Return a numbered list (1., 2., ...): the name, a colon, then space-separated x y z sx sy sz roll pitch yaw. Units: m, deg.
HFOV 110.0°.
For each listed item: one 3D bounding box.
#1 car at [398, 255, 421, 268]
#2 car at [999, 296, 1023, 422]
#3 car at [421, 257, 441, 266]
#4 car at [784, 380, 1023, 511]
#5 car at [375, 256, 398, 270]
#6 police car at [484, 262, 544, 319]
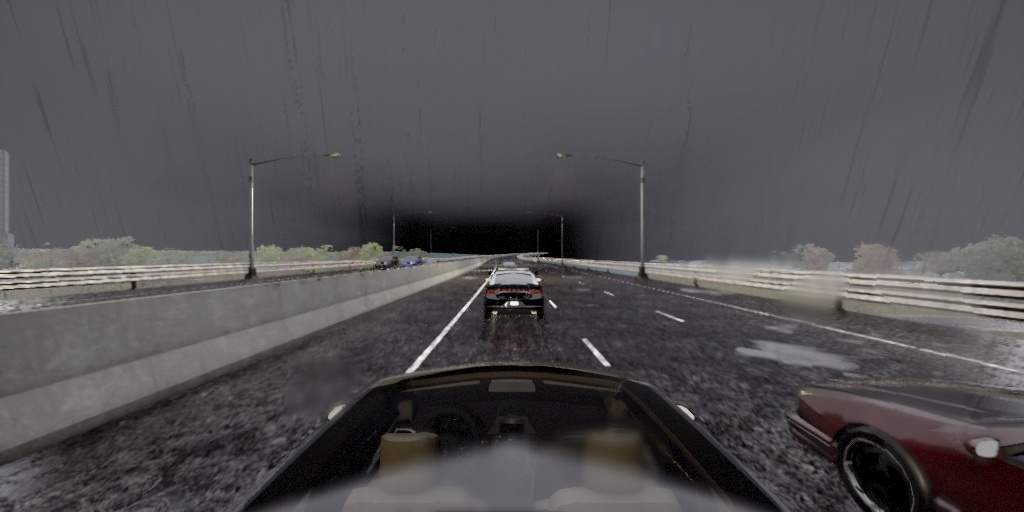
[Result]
1. car: -14.780 0.937 53.493 2.150 2.045 5.566 0 0 -2
2. car: 7.093 1.253 2.098 1.837 1.490 4.892 0 0 0
3. car: -11.240 1.235 51.255 1.837 1.490 4.892 0 -1 -1
4. car: 3.601 1.297 1.017 2.033 1.411 5.357 0 0 0
5. car: -18.270 0.948 52.936 2.150 2.045 5.566 0 0 -2
6. police car: 0.051 1.173 13.015 1.930 1.638 5.238 0 0 0
